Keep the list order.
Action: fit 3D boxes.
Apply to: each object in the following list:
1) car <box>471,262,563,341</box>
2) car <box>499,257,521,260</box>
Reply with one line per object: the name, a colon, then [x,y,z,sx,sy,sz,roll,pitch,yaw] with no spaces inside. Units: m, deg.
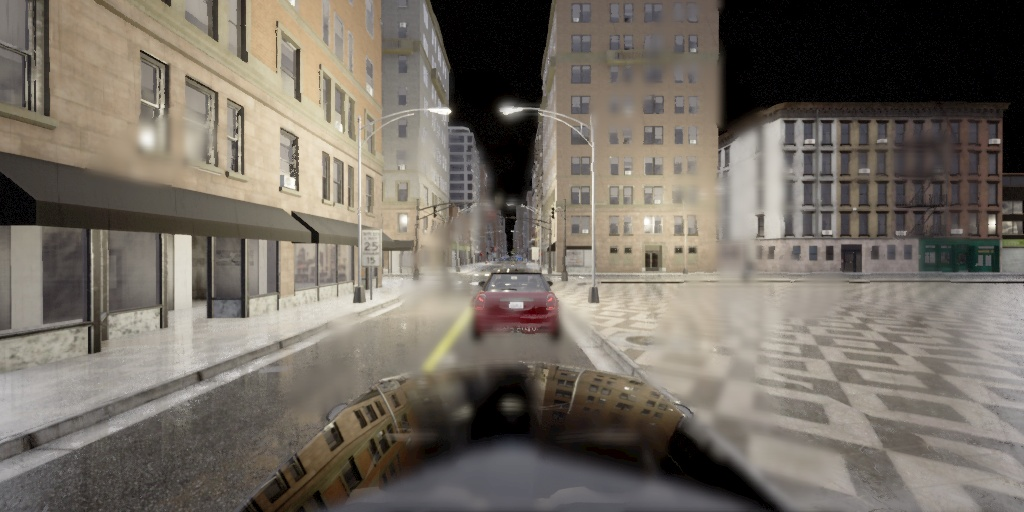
car: [0.105,1.101,10.015,2.097,1.767,4.553,0,0,0]
car: [0.056,1.101,19.832,2.097,1.767,4.553,0,0,-1]
